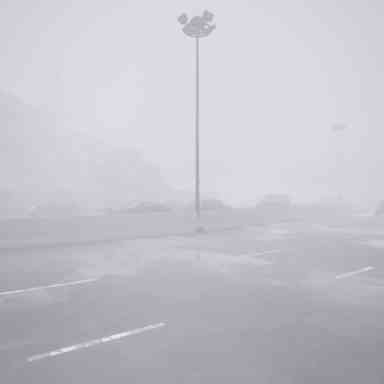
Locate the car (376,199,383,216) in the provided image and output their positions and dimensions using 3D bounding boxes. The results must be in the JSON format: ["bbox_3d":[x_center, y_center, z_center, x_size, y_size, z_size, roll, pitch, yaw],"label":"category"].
[{"bbox_3d":[18.847,1.543,32.044,2.033,1.411,5.357,0,0,33],"label":"car"}]

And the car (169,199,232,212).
[{"bbox_3d":[0.796,1.349,27.031,4.553,1.767,2.097,0,0,-43],"label":"car"}]

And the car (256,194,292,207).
[{"bbox_3d":[9.060,1.217,36.432,2.150,2.045,5.566,0,0,37],"label":"car"}]

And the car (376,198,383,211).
[{"bbox_3d":[24.569,1.541,41.908,2.033,1.411,5.357,0,0,26],"label":"car"}]

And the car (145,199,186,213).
[{"bbox_3d":[-2.963,1.523,37.957,1.812,1.442,4.674,0,0,41],"label":"car"}]

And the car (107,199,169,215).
[{"bbox_3d":[-4.072,1.476,27.417,5.008,1.535,1.882,0,0,-42],"label":"car"}]

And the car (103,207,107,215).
[{"bbox_3d":[-5.690,1.476,30.569,5.008,1.535,1.882,0,0,-42],"label":"car"}]

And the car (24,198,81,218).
[{"bbox_3d":[-12.419,1.351,29.680,4.553,1.767,2.097,0,0,-38],"label":"car"}]
